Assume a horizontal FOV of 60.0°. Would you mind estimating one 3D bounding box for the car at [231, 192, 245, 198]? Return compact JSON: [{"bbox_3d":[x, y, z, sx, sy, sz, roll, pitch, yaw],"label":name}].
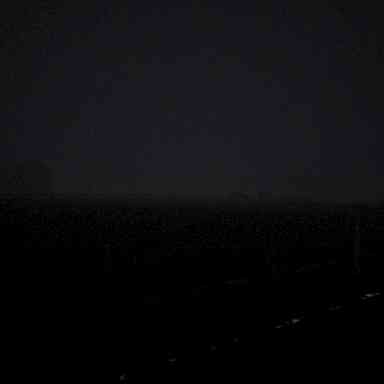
[{"bbox_3d":[9.792,0.684,70.137,1.882,1.535,5.008,0,1,-35],"label":"car"}]
